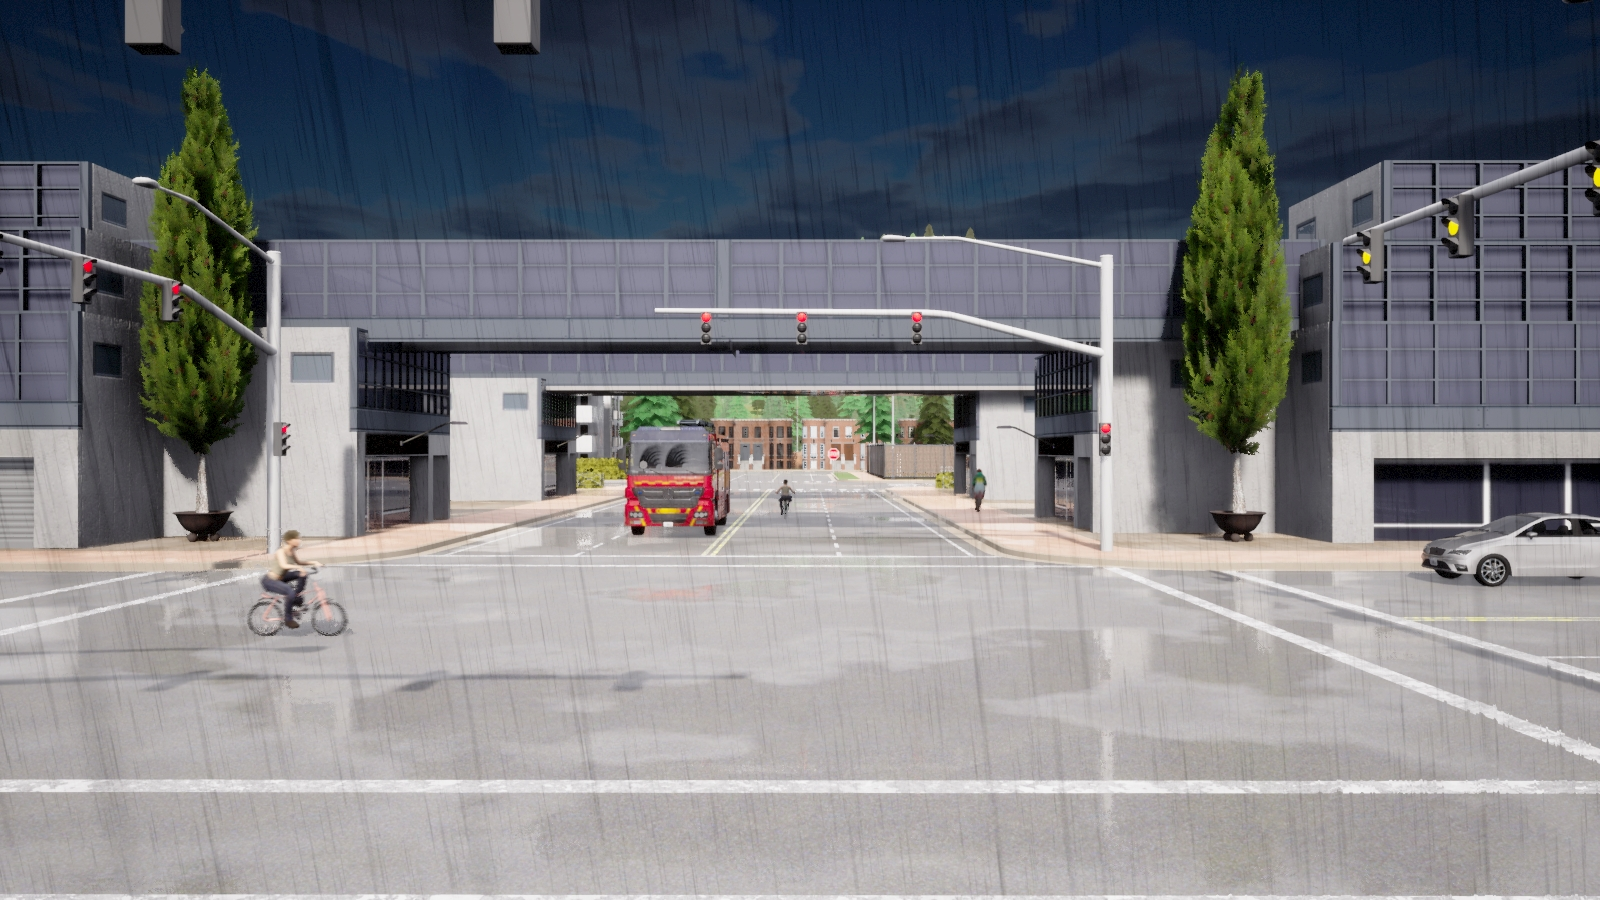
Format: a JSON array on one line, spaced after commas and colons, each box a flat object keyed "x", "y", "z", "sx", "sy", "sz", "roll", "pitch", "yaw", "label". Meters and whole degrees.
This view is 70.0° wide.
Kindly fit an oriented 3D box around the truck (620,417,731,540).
[{"x": -4.133, "y": 0.890, "z": 39.814, "sx": 2.891, "sy": 3.827, "sz": 8.468, "roll": 0, "pitch": 0, "yaw": 0, "label": "truck"}]

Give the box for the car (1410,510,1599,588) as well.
[{"x": 15.490, "y": 2.066, "z": 24.189, "sx": 4.193, "sy": 1.474, "sz": 1.816, "roll": 0, "pitch": 0, "yaw": 0, "label": "car"}]

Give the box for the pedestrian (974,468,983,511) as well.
[{"x": 7.724, "y": 1.698, "z": 49.414, "sx": 0.375, "sy": 1.860, "sz": 0.375, "roll": 0, "pitch": 0, "yaw": 10, "label": "pedestrian"}]
